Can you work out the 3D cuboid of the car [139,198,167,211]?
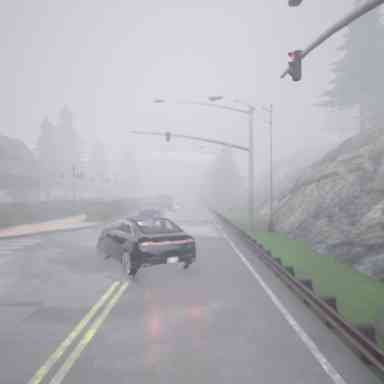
[{"bbox_3d":[-3.588,1.552,29.916,1.882,1.535,5.008,0,0,0],"label":"car"}]

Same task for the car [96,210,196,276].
[{"bbox_3d":[-1.635,1.534,10.581,2.128,1.511,4.902,0,-1,-28],"label":"car"}]

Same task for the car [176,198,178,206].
[{"bbox_3d":[-3.521,1.497,58.379,2.097,1.767,4.553,0,0,0],"label":"car"}]

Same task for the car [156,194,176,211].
[{"bbox_3d":[-3.576,1.326,42.291,2.150,2.045,5.566,0,0,0],"label":"car"}]
